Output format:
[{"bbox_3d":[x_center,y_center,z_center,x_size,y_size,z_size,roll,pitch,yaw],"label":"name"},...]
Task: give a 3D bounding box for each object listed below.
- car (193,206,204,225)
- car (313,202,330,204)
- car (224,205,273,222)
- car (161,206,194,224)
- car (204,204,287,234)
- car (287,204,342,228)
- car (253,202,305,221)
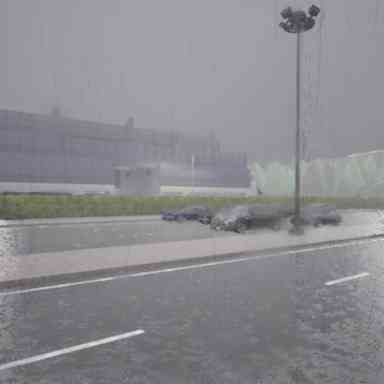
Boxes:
[{"bbox_3d":[2.730,1.808,24.295,4.718,1.301,1.895,1,-1,-35],"label":"car"},{"bbox_3d":[14.044,1.931,36.611,4.892,1.490,1.837,1,-1,-35],"label":"car"},{"bbox_3d":[5.179,1.888,30.284,4.181,1.385,1.994,1,-1,-35],"label":"car"},{"bbox_3d":[-0.062,1.796,26.608,4.718,1.301,1.895,1,-1,-35],"label":"car"},{"bbox_3d":[3.360,1.537,20.455,4.553,1.767,2.097,1,0,-35],"label":"car"},{"bbox_3d":[9.243,1.863,24.585,4.181,1.385,1.994,1,-1,-35],"label":"car"},{"bbox_3d":[7.215,1.547,27.437,4.181,1.385,1.994,1,-1,-35],"label":"car"}]
